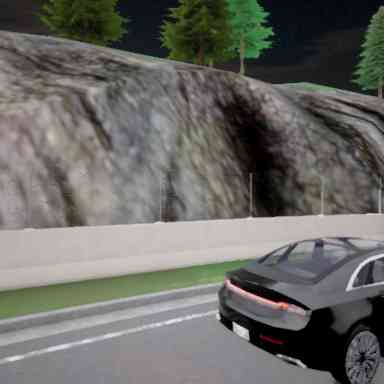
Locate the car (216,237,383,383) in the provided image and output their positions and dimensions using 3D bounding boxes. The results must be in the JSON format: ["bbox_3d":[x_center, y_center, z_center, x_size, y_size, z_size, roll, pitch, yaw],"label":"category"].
[{"bbox_3d":[2.706,1.476,5.213,4.902,1.511,2.128,0,0,-29],"label":"car"}]
